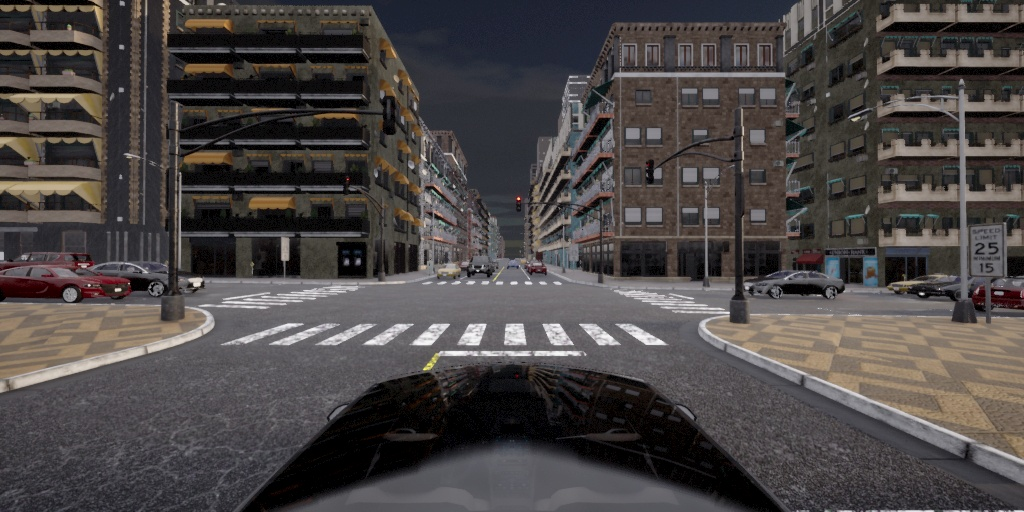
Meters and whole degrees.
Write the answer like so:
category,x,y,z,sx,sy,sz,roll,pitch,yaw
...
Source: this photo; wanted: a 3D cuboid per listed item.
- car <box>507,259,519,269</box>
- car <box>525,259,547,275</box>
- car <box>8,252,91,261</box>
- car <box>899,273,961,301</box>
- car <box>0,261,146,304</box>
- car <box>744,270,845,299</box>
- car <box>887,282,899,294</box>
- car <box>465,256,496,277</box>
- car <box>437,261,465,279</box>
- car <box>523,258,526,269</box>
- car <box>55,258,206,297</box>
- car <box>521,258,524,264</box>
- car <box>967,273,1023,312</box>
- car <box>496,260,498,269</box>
category,x,y,z,sx,sy,sz,roll,pitch,yaw
car,0.151,1.311,58.209,2.033,1.411,5.357,0,0,-1
car,2.717,1.303,38.263,1.888,1.381,4.507,0,0,0
car,-28.632,0.686,21.928,5.009,1.841,2.192,0,0,0
car,25.178,1.732,19.710,5.357,1.411,2.033,1,-1,0
car,-17.254,1.011,13.626,4.507,1.381,1.888,0,0,0
car,15.318,1.522,19.647,4.902,1.511,2.128,1,-1,-1
car,26.261,1.754,22.272,4.829,1.417,1.751,0,0,0
car,-3.076,0.979,35.167,2.150,2.045,5.566,0,0,0
car,-5.668,1.282,32.590,1.751,1.417,4.829,0,0,0
car,2.721,1.200,43.787,1.967,1.591,4.097,0,0,0
car,-16.738,0.991,16.233,4.902,1.511,2.128,1,-1,-1
car,2.729,1.346,54.834,1.802,1.307,4.207,0,0,0
car,20.843,1.500,13.920,4.097,1.591,1.967,0,0,0
car,-3.068,1.265,45.206,1.837,1.490,4.892,0,0,0
